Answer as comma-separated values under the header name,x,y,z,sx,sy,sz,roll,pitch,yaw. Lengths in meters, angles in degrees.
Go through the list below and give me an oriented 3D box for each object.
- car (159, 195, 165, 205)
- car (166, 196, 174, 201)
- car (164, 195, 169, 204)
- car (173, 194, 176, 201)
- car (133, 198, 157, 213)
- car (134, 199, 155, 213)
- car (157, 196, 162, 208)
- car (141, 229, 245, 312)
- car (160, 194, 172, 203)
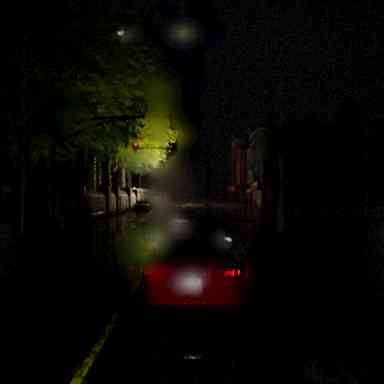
name,x,y,z,sx,sy,sz,roll,pitch,yaw
car,-5.542,1.590,49.532,1.947,1.339,4.313,1,0,0
car,-5.814,1.673,87.513,1.752,1.417,4.829,1,0,0
car,-5.620,1.629,60.432,1.802,1.307,4.206,1,0,0
car,-5.775,1.563,82.233,1.967,1.590,4.097,1,0,0
car,-5.478,1.560,36.947,2.008,1.369,4.403,1,0,0
car,-5.516,1.536,38.921,1.752,1.417,4.829,1,0,0
car,-5.502,1.567,44.082,2.008,1.369,4.403,1,0,0
car,0.029,1.562,7.819,1.994,1.385,4.181,0,0,0
car,-5.654,1.377,65.883,2.192,1.841,5.009,1,0,0
